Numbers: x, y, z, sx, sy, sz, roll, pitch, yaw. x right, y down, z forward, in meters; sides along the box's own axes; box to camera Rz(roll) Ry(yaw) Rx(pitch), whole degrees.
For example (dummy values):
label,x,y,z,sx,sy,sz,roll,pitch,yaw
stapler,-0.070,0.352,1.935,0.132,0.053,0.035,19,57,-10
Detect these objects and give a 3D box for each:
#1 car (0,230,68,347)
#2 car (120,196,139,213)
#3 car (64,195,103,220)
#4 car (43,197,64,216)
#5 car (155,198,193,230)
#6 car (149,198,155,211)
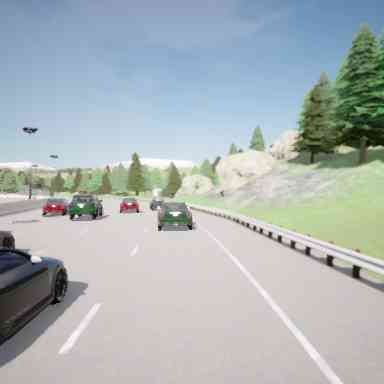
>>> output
label,x,y,z,sx,sy,sz,roll,pitch,yaw
car,-3.588,1.571,5.445,1.994,1.385,4.181,0,0,-2
car,-7.206,1.367,38.339,2.097,1.767,4.553,0,0,-11
car,-9.150,1.240,28.994,2.150,2.045,5.566,0,0,-8
car,-13.456,1.379,33.611,2.097,1.767,4.553,0,0,-9
car,-1.182,1.355,21.517,2.097,1.767,4.553,0,0,-6
car,-4.343,1.501,41.958,2.128,1.511,4.902,0,0,-11
